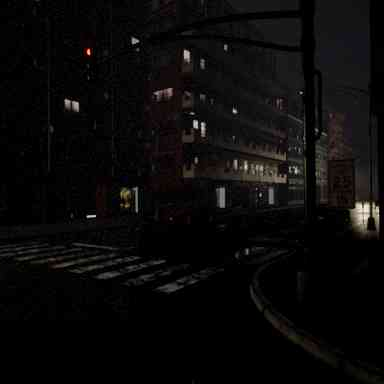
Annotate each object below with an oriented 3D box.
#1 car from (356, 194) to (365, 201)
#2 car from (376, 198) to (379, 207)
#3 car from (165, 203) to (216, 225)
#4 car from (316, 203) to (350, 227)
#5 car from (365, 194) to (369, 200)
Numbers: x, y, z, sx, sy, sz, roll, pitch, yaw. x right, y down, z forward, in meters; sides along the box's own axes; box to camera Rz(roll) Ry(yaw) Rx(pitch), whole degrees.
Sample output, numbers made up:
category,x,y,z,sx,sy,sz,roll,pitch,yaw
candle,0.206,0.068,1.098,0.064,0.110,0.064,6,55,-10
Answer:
category,x,y,z,sx,sy,sz,roll,pitch,yaw
car,35.650,1.293,72.136,1.802,1.307,4.206,-1,0,36
car,25.702,1.229,44.410,1.752,1.417,4.829,-1,0,36
car,-0.044,1.515,23.697,1.887,1.381,4.507,-1,0,36
car,8.882,1.372,21.305,1.887,1.381,4.507,-1,0,36
car,42.372,1.231,81.300,1.947,1.339,4.313,-1,0,36
